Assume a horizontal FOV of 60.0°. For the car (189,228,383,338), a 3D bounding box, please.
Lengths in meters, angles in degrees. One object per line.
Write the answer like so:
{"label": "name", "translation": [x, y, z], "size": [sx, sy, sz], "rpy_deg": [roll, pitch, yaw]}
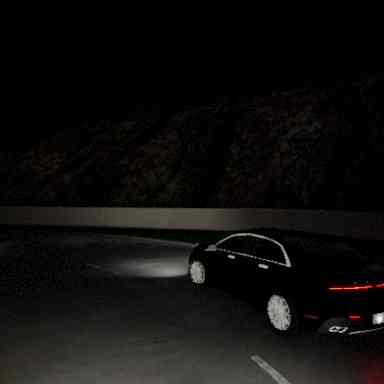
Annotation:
{"label": "car", "translation": [1.577, 1.504, 6.810], "size": [1.837, 1.490, 4.892], "rpy_deg": [2, -1, -25]}
